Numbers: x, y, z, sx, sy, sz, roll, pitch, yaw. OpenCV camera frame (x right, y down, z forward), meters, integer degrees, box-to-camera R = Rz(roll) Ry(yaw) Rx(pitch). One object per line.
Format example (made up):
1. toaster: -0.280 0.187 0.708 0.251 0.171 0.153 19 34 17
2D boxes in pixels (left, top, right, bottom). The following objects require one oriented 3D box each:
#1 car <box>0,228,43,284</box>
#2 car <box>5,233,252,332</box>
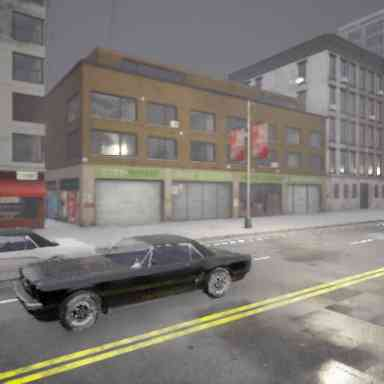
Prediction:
1. car: -4.949 1.601 8.141 4.718 1.301 1.895 0 0 -35
2. car: -1.037 1.600 6.937 4.718 1.301 1.895 0 0 -35
